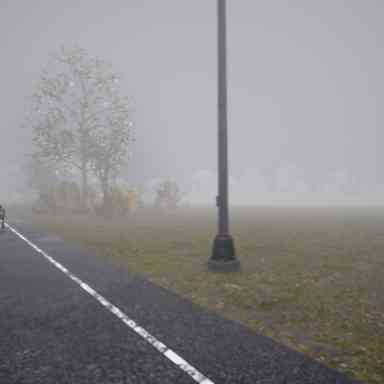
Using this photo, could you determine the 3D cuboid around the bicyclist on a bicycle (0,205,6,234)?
[{"bbox_3d":[-10.721,1.550,18.702,0.582,1.620,1.656,0,0,-34],"label":"bicyclist on a bicycle"}]
